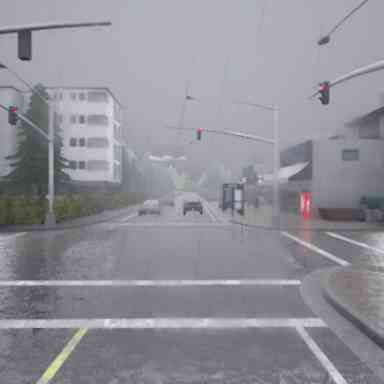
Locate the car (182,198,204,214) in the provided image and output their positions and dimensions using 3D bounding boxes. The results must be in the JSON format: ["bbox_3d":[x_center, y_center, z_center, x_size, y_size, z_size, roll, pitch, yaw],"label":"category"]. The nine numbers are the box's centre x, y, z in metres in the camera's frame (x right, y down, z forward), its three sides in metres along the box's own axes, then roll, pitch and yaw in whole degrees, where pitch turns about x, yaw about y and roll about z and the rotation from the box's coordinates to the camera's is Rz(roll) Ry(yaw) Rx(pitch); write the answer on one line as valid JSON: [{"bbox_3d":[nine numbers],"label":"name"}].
[{"bbox_3d":[0.096,1.367,33.668,1.837,1.490,4.892,0,0,0],"label":"car"}]

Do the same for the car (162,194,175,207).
[{"bbox_3d":[-3.578,1.161,47.015,2.097,1.767,4.553,0,0,0],"label":"car"}]

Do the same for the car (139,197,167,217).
[{"bbox_3d":[-3.598,1.403,29.882,1.812,1.442,4.674,0,0,0],"label":"car"}]
